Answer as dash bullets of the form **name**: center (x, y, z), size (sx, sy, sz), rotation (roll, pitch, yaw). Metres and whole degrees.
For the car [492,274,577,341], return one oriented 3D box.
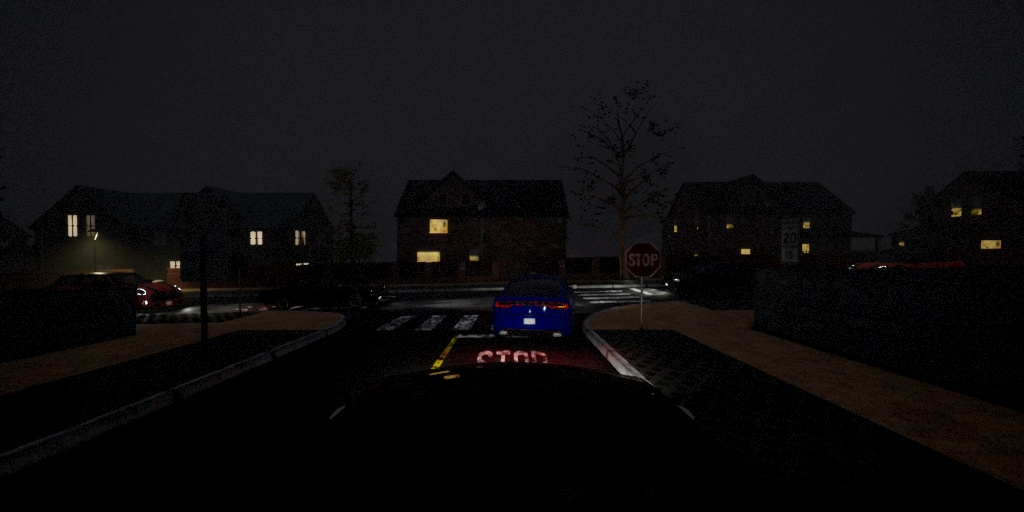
- **car**: center (0.786, 1.226, 10.003), size (1.882, 1.535, 5.008), rotation (0, 0, 10)

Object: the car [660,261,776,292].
- **car**: center (10.446, 0.980, 18.139), size (5.357, 1.411, 2.033), rotation (-1, 1, -1)

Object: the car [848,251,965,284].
- **car**: center (19.815, 0.563, 18.169), size (4.553, 1.767, 2.097), rotation (-1, 1, 0)

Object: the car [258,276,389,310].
- **car**: center (-7.812, 1.506, 15.210), size (4.718, 1.301, 1.895), rotation (-1, 1, 0)

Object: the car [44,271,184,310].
- **car**: center (-16.800, 1.471, 15.202), size (4.553, 1.767, 2.097), rotation (-1, 1, 0)
